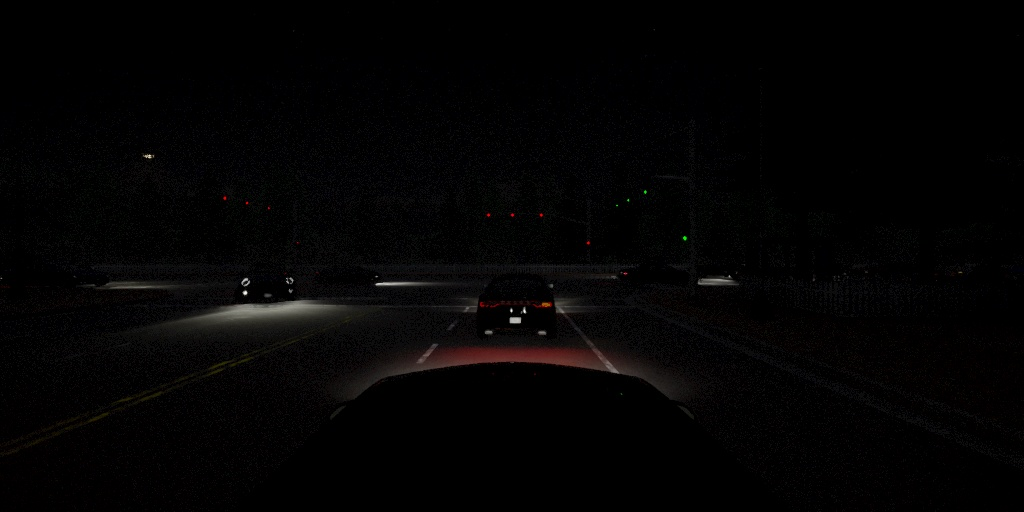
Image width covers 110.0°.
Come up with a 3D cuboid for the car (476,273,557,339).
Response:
[{"bbox_3d":[0.173,1.228,10.149,1.882,1.535,5.008,0,0,2],"label":"car"}]

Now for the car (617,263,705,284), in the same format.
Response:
[{"bbox_3d":[10.255,1.242,25.364,5.357,1.411,2.033,0,0,0],"label":"car"}]

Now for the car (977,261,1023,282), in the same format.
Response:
[{"bbox_3d":[39.925,1.172,27.570,5.008,1.535,1.882,0,0,14],"label":"car"}]

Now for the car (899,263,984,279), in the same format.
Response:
[{"bbox_3d":[37.672,1.295,31.591,4.718,1.301,1.895,0,0,9],"label":"car"}]

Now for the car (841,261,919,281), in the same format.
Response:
[{"bbox_3d":[29.988,1.172,28.739,5.008,1.535,1.882,0,0,3],"label":"car"}]

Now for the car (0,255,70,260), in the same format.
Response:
[{"bbox_3d":[-33.314,0.915,25.572,5.566,2.045,2.150,0,0,0],"label":"car"}]

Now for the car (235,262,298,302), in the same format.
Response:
[{"bbox_3d":[-11.637,1.096,17.087,2.097,1.767,4.553,-1,0,-35],"label":"car"}]

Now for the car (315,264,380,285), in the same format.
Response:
[{"bbox_3d":[-11.625,1.282,25.488,4.181,1.385,1.994,0,0,0],"label":"car"}]

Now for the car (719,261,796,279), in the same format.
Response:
[{"bbox_3d":[20.235,1.242,29.010,5.357,1.411,2.033,0,0,-1],"label":"car"}]

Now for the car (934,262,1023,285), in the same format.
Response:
[{"bbox_3d":[32.548,1.220,25.012,4.674,1.442,1.812,0,0,3],"label":"car"}]

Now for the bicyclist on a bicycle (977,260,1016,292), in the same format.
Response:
[{"bbox_3d":[22.821,0.995,17.011,0.582,1.620,1.656,0,0,0],"label":"bicyclist on a bicycle"}]

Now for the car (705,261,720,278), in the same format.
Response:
[{"bbox_3d":[18.417,1.186,32.487,4.902,1.511,2.128,0,0,1],"label":"car"}]

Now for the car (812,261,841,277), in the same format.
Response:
[{"bbox_3d":[27.748,1.186,32.309,4.902,1.511,2.128,0,0,2],"label":"car"}]

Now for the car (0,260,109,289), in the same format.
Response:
[{"bbox_3d":[-27.898,1.172,22.064,5.008,1.535,1.882,0,0,0],"label":"car"}]
